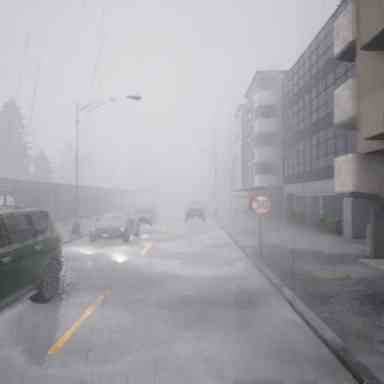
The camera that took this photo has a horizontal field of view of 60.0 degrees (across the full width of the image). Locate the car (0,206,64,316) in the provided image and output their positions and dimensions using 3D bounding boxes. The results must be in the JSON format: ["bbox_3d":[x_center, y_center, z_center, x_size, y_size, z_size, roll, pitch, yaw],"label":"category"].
[{"bbox_3d":[-4.072,1.296,5.559,2.150,2.045,5.566,0,-1,0],"label":"car"}]

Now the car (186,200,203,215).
[{"bbox_3d":[0.354,1.945,42.883,2.097,1.767,4.553,0,-1,0],"label":"car"}]

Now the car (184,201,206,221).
[{"bbox_3d":[0.286,1.947,31.885,1.837,1.490,4.892,0,-1,0],"label":"car"}]

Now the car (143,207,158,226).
[{"bbox_3d":[-3.893,1.920,27.292,2.033,1.411,5.357,0,-1,1],"label":"car"}]

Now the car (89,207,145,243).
[{"bbox_3d":[-3.939,1.765,17.620,1.812,1.442,4.674,0,-1,1],"label":"car"}]
